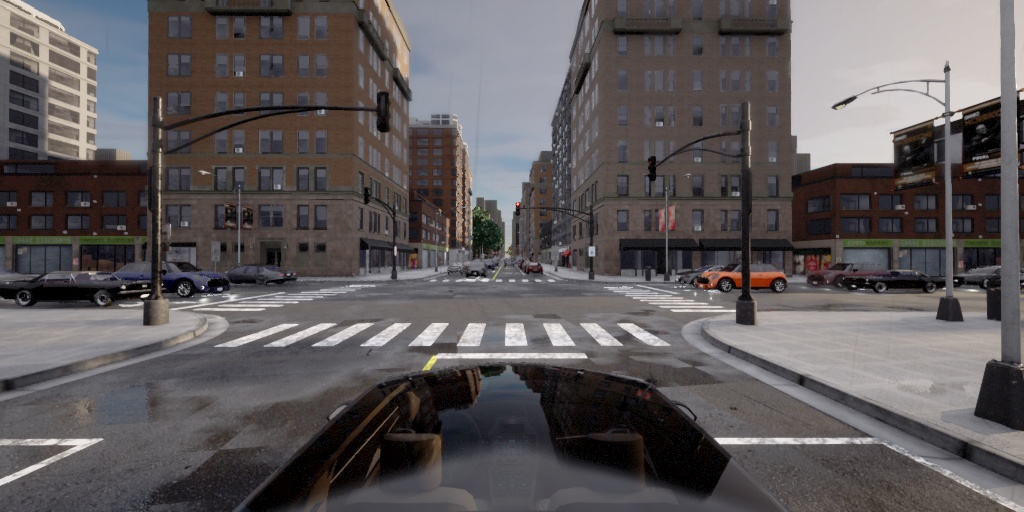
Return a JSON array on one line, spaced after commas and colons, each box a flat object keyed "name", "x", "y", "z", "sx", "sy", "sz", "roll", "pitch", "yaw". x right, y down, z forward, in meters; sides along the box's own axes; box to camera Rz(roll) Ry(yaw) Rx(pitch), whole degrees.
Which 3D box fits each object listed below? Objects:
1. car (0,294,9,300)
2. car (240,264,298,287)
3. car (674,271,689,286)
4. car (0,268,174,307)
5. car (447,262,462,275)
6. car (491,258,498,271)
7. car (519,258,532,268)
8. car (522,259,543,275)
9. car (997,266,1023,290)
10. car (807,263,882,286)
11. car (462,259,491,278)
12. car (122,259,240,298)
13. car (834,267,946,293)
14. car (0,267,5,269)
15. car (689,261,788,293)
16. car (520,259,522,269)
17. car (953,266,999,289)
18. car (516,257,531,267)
[{"name": "car", "x": -5.855, "y": 1.190, "z": 1.406, "sx": 1.967, "sy": 1.591, "sz": 4.097, "roll": 0, "pitch": 0, "yaw": 0}, {"name": "car", "x": -17.248, "y": 1.267, "z": 23.847, "sx": 5.357, "sy": 1.411, "sz": 2.033, "roll": 0, "pitch": 0, "yaw": 4}, {"name": "car", "x": 13.677, "y": 1.348, "z": 24.363, "sx": 4.902, "sy": 1.511, "sz": 2.128, "roll": 0, "pitch": 0, "yaw": 0}, {"name": "car", "x": -16.674, "y": 1.246, "z": 14.131, "sx": 4.718, "sy": 1.301, "sz": 1.895, "roll": 0, "pitch": 0, "yaw": 0}, {"name": "car", "x": -6.087, "y": 1.329, "z": 39.766, "sx": 2.007, "sy": 1.370, "sz": 4.403, "roll": 0, "pitch": 0, "yaw": -1}, {"name": "car", "x": -3.453, "y": 1.152, "z": 50.284, "sx": 2.097, "sy": 1.767, "sz": 4.553, "roll": 0, "pitch": 0, "yaw": -1}, {"name": "car", "x": 2.303, "y": 1.325, "z": 51.048, "sx": 1.751, "sy": 1.417, "sz": 4.829, "roll": 0, "pitch": 0, "yaw": -1}, {"name": "car", "x": 2.438, "y": 1.324, "z": 39.865, "sx": 1.888, "sy": 1.381, "sz": 4.507, "roll": 0, "pitch": 0, "yaw": -1}, {"name": "car", "x": 32.304, "y": 1.478, "z": 21.247, "sx": 4.181, "sy": 1.385, "sz": 1.994, "roll": 0, "pitch": 0, "yaw": -1}, {"name": "car", "x": 22.871, "y": 1.249, "z": 24.424, "sx": 4.553, "sy": 1.767, "sz": 2.097, "roll": 0, "pitch": 0, "yaw": -1}, {"name": "car", "x": -3.256, "y": 1.275, "z": 33.641, "sx": 1.837, "sy": 1.490, "sz": 4.892, "roll": 0, "pitch": 0, "yaw": -1}, {"name": "car", "x": -16.456, "y": 1.024, "z": 17.416, "sx": 4.553, "sy": 1.767, "sz": 2.097, "roll": 0, "pitch": 0, "yaw": -1}, {"name": "car", "x": 22.365, "y": 1.470, "z": 21.170, "sx": 4.718, "sy": 1.301, "sz": 1.895, "roll": 0, "pitch": 0, "yaw": -1}, {"name": "car", "x": -25.930, "y": 1.182, "z": 17.308, "sx": 5.357, "sy": 1.411, "sz": 2.033, "roll": 0, "pitch": 0, "yaw": -1}, {"name": "car", "x": 13.379, "y": 1.181, "z": 21.095, "sx": 4.553, "sy": 1.767, "sz": 2.097, "roll": 0, "pitch": 0, "yaw": -1}, {"name": "car", "x": 2.372, "y": 1.354, "z": 45.372, "sx": 1.948, "sy": 1.339, "sz": 4.313, "roll": 0, "pitch": 0, "yaw": -1}, {"name": "car", "x": 32.755, "y": 1.447, "z": 24.500, "sx": 4.892, "sy": 1.490, "sz": 1.837, "roll": 0, "pitch": 0, "yaw": 0}, {"name": "car", "x": 2.239, "y": 1.128, "z": 56.385, "sx": 2.192, "sy": 1.841, "sz": 5.009, "roll": 0, "pitch": 0, "yaw": -1}]
